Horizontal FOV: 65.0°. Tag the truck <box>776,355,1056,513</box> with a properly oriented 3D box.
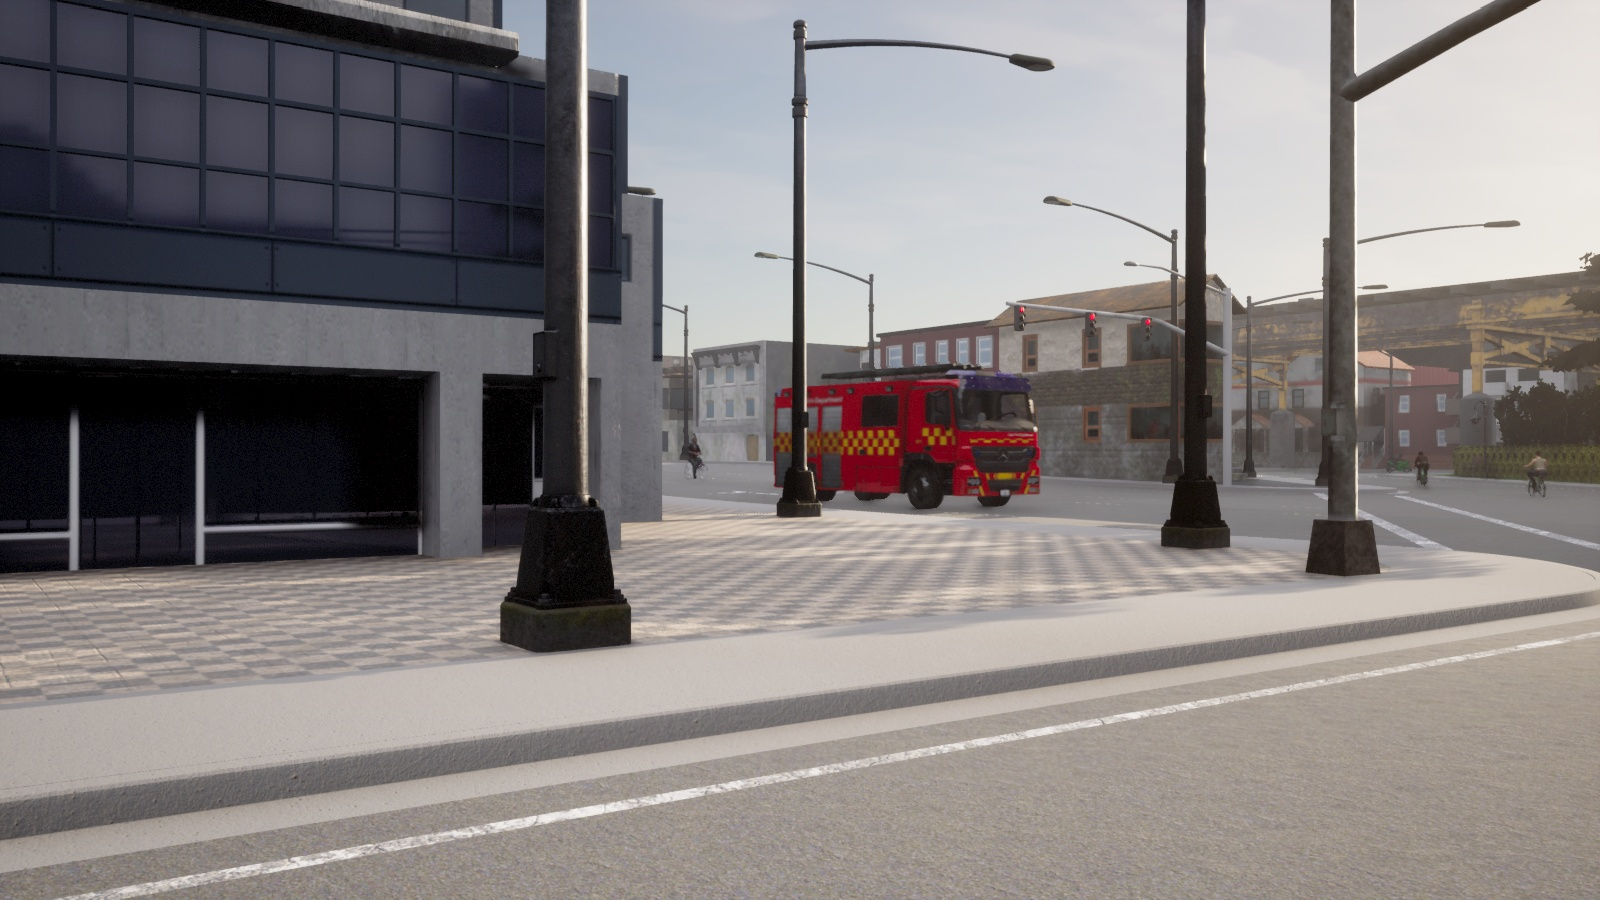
[{"bbox_3d":[2.916,-0.401,34.755,2.891,3.827,8.468,0,0,-35],"label":"truck"}]

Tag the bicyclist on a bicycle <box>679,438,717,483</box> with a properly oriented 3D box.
[{"bbox_3d":[-4.147,0.404,50.824,0.659,1.776,1.843,0,1,-35],"label":"bicyclist on a bicycle"}]

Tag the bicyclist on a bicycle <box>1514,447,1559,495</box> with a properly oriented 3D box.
[{"bbox_3d":[25.444,0.727,43.409,0.866,1.612,1.509,0,0,11],"label":"bicyclist on a bicycle"}]
